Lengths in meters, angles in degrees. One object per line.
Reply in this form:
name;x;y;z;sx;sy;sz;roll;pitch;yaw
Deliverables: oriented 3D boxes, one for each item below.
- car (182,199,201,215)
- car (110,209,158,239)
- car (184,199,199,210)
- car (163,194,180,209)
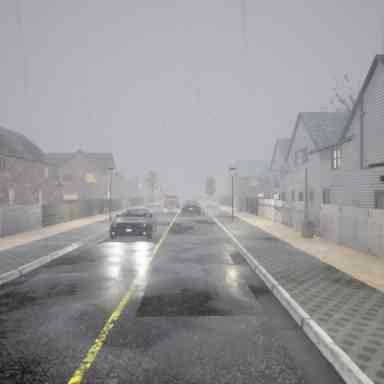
car;-0.052;1.656;35.518;1.994;1.385;4.181;0;0;1
car;-2.913;1.584;17.271;1.994;1.385;4.181;0;0;0
car;-0.074;1.695;46.214;2.033;1.411;5.357;0;0;0
car;-3.031;1.390;49.815;2.150;2.045;5.566;0;0;0
